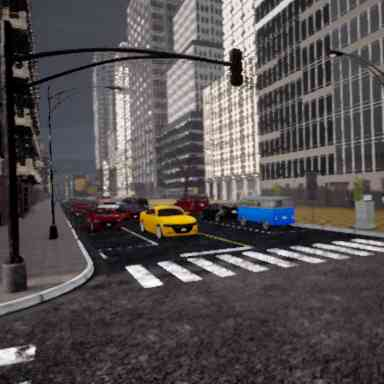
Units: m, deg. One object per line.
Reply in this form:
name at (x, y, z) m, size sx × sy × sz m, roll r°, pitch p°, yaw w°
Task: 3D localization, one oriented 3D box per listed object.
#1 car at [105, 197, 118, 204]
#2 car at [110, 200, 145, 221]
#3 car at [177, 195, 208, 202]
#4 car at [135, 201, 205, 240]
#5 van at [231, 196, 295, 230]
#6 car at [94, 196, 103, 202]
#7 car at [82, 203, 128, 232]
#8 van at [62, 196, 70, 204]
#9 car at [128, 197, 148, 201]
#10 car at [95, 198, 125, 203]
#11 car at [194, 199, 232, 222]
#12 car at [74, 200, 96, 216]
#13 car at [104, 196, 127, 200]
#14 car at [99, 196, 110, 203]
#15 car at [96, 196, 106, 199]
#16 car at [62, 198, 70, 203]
car at (-17.030, 1.773, 70.334) m, size 1.947 × 1.339 × 4.313 m, roll -2°, pitch 0°, yaw -23°
car at (-4.891, 1.621, 26.118) m, size 1.994 × 1.385 × 4.181 m, roll -2°, pitch 0°, yaw -22°
car at (-0.056, 1.190, 29.545) m, size 2.192 × 1.841 × 5.009 m, roll -2°, pitch 0°, yaw -23°
car at (-1.343, 1.471, 17.577) m, size 1.882 × 1.535 × 5.008 m, roll -2°, pitch 0°, yaw -23°
van at (4.190, 1.139, 19.348) m, size 1.690 × 1.788 × 3.998 m, roll -2°, pitch 0°, yaw -23°
car at (-25.521, 1.941, 90.729) m, size 2.008 × 1.369 × 4.403 m, roll -2°, pitch 0°, yaw -23°
car at (-5.658, 1.658, 21.227) m, size 1.887 × 1.381 × 4.507 m, roll -2°, pitch 0°, yaw -23°
van at (-31.137, 1.963, 82.408) m, size 1.690 × 1.788 × 3.998 m, roll -2°, pitch 0°, yaw -23°
car at (-7.688, 1.517, 49.062) m, size 1.837 × 1.490 × 4.892 m, roll -2°, pitch 0°, yaw -23°
car at (-8.850, 1.657, 35.638) m, size 1.812 × 1.442 × 4.674 m, roll -2°, pitch 0°, yaw -22°
car at (2.074, 1.402, 24.447) m, size 1.947 × 1.339 × 4.313 m, roll -2°, pitch 0°, yaw -23°
car at (-12.026, 1.777, 36.522) m, size 1.887 × 1.381 × 4.507 m, roll -2°, pitch 0°, yaw -23°
car at (-11.859, 1.741, 51.163) m, size 1.895 × 1.301 × 4.718 m, roll -2°, pitch 0°, yaw -22°
car at (-21.279, 1.738, 80.530) m, size 1.967 × 1.590 × 4.097 m, roll -2°, pitch 0°, yaw -23°
car at (-15.321, 1.561, 59.452) m, size 2.097 × 1.767 × 4.553 m, roll -2°, pitch 0°, yaw -23°
car at (-33.253, 2.212, 87.507) m, size 1.887 × 1.381 × 4.507 m, roll -2°, pitch 0°, yaw -23°
